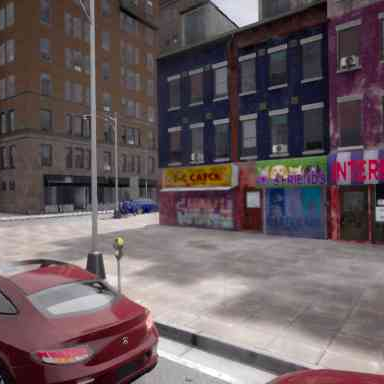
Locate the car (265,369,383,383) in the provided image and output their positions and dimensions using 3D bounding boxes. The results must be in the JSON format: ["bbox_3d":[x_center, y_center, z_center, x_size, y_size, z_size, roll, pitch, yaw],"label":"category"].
[{"bbox_3d":[2.114,1.582,1.319,4.206,1.307,1.802,0,-1,35],"label":"car"}]

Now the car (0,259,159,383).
[{"bbox_3d":[-2.319,1.583,4.471,4.206,1.307,1.802,0,-1,35],"label":"car"}]

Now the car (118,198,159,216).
[{"bbox_3d":[-4.266,1.253,29.502,1.882,1.535,5.008,-1,0,36],"label":"car"}]
